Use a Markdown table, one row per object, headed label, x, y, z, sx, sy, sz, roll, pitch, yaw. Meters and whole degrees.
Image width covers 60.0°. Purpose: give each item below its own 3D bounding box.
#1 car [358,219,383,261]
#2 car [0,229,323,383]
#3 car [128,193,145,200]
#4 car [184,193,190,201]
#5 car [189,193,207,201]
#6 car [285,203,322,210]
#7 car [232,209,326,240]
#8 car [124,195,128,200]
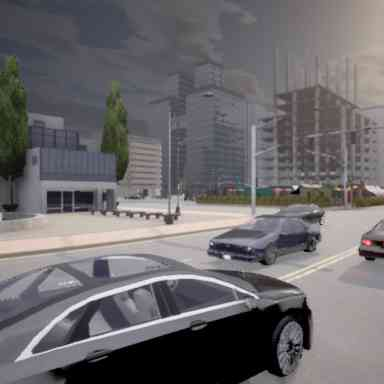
| label | x | y | z | sx | sy | sz | roll | pitch | yaw |
| --- | --- | --- | --- | --- | --- | --- | --- | --- | --- |
| car | 7.324 | 1.546 | 11.326 | 2.033 | 1.411 | 5.357 | 0 | 0 | 43 |
| car | -0.528 | 1.492 | 3.787 | 4.902 | 1.511 | 2.128 | 0 | 0 | -39 |
| car | -14.426 | 1.151 | 90.016 | 1.905 | 1.878 | 3.866 | 0 | 0 | 43 |
| car | -0.175 | 1.151 | 76.525 | 1.905 | 1.878 | 3.866 | 0 | 0 | 43 |
| car | 1.916 | 1.391 | 74.523 | 1.970 | 1.475 | 3.806 | 0 | 0 | 43 |
| car | 7.054 | 1.506 | 21.541 | 1.837 | 1.490 | 4.892 | 0 | 0 | 42 |
| car | 2.848 | 1.547 | 11.818 | 2.033 | 1.411 | 5.357 | 0 | 0 | 43 |
| car | -16.487 | 1.149 | 92.049 | 1.932 | 1.855 | 4.605 | 0 | 0 | 43 |
